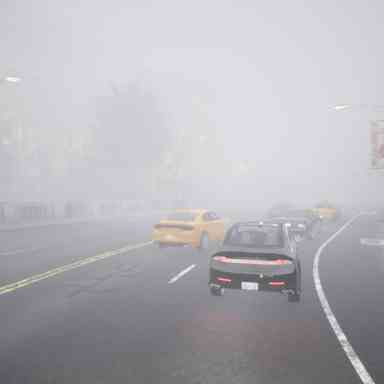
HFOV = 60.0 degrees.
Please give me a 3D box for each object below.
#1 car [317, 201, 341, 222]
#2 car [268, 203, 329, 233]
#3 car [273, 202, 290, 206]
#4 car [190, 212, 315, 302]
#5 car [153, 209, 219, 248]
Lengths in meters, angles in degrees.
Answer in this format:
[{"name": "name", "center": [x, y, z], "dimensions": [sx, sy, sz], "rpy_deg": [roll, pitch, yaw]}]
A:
[{"name": "car", "center": [10.584, 1.456, 26.274], "dimensions": [1.801, 1.575, 5.366], "rpy_deg": [0, 0, 30]}, {"name": "car", "center": [5.559, 1.547, 17.320], "dimensions": [2.033, 1.411, 5.357], "rpy_deg": [0, 0, 29]}, {"name": "car", "center": [7.885, 1.562, 28.369], "dimensions": [1.994, 1.385, 4.181], "rpy_deg": [0, 0, 30]}, {"name": "car", "center": [1.695, 1.491, 8.368], "dimensions": [2.128, 1.511, 4.902], "rpy_deg": [0, 0, 15]}, {"name": "car", "center": [0.197, 1.477, 14.281], "dimensions": [1.882, 1.535, 5.008], "rpy_deg": [0, 0, 24]}]
